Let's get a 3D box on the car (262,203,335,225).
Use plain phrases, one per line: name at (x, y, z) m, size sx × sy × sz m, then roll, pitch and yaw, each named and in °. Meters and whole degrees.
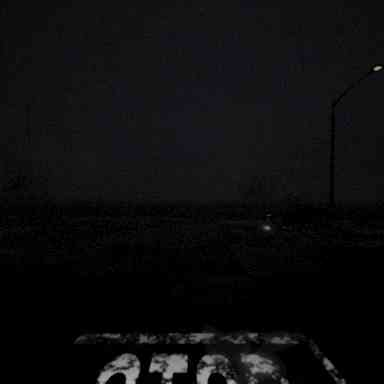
car at (7.621, 1.531, 23.990) m, size 5.008 × 1.535 × 1.882 m, roll 1°, pitch 1°, yaw 0°
